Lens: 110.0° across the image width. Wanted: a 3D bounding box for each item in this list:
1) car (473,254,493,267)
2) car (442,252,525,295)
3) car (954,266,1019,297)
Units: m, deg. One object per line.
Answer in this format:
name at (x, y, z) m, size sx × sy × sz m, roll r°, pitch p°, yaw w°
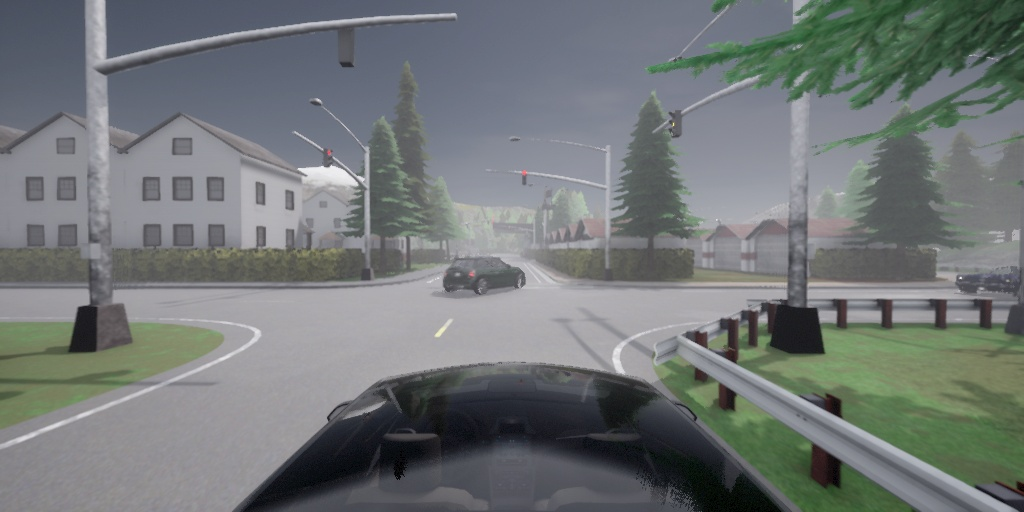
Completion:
car at (-3.565, 0.472, 45.351) m, size 2.128 × 1.511 × 4.902 m, roll 0°, pitch 1°, yaw 0°
car at (-1.235, 0.817, 17.632) m, size 2.097 × 1.767 × 4.553 m, roll 0°, pitch 1°, yaw 34°
car at (22.489, 1.088, 15.729) m, size 4.718 × 1.301 × 1.895 m, roll 0°, pitch 1°, yaw -6°
